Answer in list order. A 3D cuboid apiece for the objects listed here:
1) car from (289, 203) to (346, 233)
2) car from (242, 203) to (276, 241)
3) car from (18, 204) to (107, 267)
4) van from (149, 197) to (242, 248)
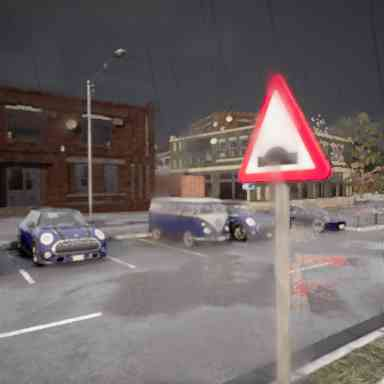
[{"bbox_3d":[6.593,1.427,19.619,2.163,1.488,4.792,-1,0,-35],"label":"car"},{"bbox_3d":[2.132,1.316,16.512,2.185,1.767,4.553,0,0,-36],"label":"car"},{"bbox_3d":[-4.662,1.352,11.667,2.185,1.767,4.553,0,0,-35],"label":"car"},{"bbox_3d":[-0.150,1.234,14.703,1.878,1.987,4.442,0,0,-35],"label":"van"}]
